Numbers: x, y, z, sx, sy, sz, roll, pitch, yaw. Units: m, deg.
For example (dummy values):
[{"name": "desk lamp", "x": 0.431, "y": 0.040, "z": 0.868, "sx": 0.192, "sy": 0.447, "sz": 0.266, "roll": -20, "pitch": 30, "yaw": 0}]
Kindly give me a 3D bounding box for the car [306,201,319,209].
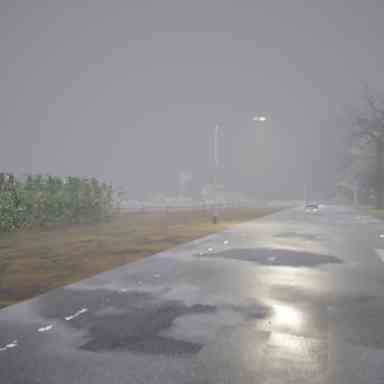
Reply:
[{"name": "car", "x": 20.926, "y": 2.210, "z": 57.796, "sx": 1.994, "sy": 1.385, "sz": 4.181, "roll": 0, "pitch": -1, "yaw": 22}]
